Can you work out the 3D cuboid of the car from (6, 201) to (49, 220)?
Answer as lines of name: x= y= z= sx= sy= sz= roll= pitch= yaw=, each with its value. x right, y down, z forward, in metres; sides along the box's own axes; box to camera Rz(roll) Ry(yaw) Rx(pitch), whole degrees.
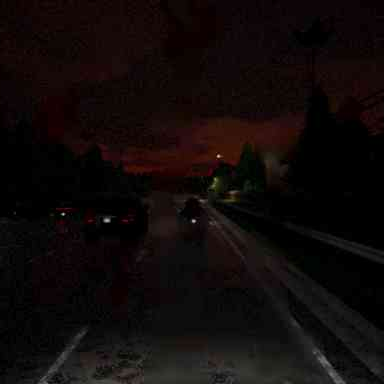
car: x=-13.914 y=1.489 z=28.621 sx=1.882 sy=1.535 sz=5.008 roll=0 pitch=0 yaw=0

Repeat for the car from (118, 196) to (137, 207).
car: x=-10.424 y=1.515 z=54.340 sx=2.128 sy=1.511 sz=4.902 roll=0 pitch=0 yaw=0

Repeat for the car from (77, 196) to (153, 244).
car: x=-3.407 y=1.229 z=16.000 sx=2.150 sy=2.045 sz=5.566 roll=0 pitch=0 yaw=0

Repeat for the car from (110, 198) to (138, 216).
car: x=-6.916 y=1.492 z=34.408 sx=1.882 sy=1.535 sz=5.008 roll=0 pitch=0 yaw=0

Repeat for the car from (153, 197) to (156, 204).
car: x=-6.923 y=1.551 z=60.030 sx=1.812 sy=1.442 sz=4.674 roll=0 pitch=0 yaw=0

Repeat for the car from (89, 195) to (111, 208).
car: x=-13.921 y=1.373 z=50.521 sx=2.097 sy=1.767 sz=4.553 roll=0 pitch=0 yaw=0

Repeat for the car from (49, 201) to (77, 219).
car: x=-10.413 y=1.518 z=29.305 sx=1.837 sy=1.490 sz=4.892 roll=0 pitch=0 yaw=0

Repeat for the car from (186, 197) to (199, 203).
car: x=0.077 y=1.499 z=48.927 sx=1.882 sy=1.535 sz=5.008 roll=0 pitch=0 yaw=0

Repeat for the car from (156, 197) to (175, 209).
car: x=-3.420 y=1.526 z=45.327 sx=1.837 sy=1.490 sz=4.892 roll=0 pitch=0 yaw=0

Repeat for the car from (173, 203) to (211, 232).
car: x=0.091 y=1.573 z=20.292 sx=1.994 sy=1.385 sz=4.181 roll=0 pitch=0 yaw=0
